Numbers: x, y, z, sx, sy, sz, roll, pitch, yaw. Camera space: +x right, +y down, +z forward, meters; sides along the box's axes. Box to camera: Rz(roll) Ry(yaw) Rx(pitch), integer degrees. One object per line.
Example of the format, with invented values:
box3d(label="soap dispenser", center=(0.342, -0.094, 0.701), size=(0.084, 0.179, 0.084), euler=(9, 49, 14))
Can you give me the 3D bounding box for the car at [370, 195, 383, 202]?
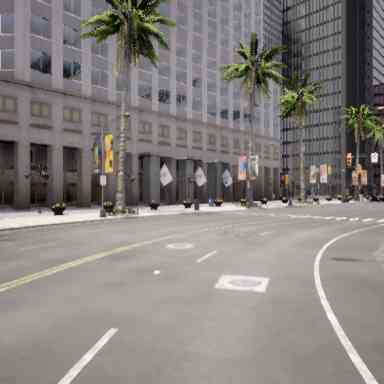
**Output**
box3d(label="car", center=(40.421, 1.484, 72.304), size=(2.161, 1.482, 4.786), euler=(0, 0, 44))
